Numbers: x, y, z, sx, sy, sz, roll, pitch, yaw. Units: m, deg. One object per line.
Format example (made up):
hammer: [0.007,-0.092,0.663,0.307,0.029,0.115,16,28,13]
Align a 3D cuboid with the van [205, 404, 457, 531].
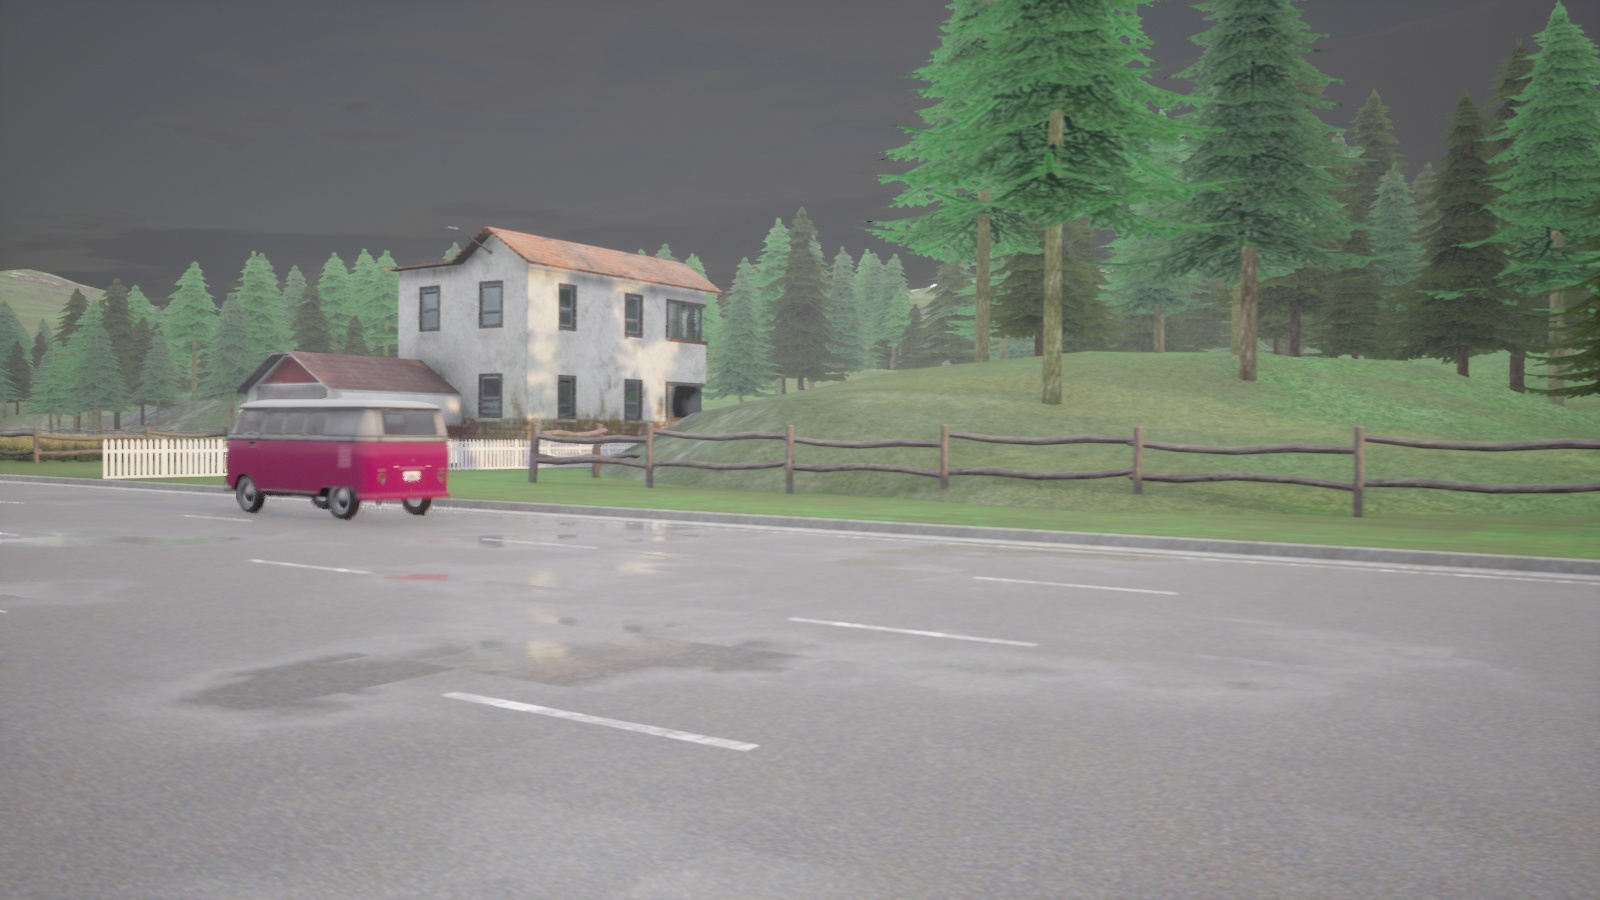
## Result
van: [-8.130,0.263,21.626,4.442,1.987,1.775,0,1,34]
